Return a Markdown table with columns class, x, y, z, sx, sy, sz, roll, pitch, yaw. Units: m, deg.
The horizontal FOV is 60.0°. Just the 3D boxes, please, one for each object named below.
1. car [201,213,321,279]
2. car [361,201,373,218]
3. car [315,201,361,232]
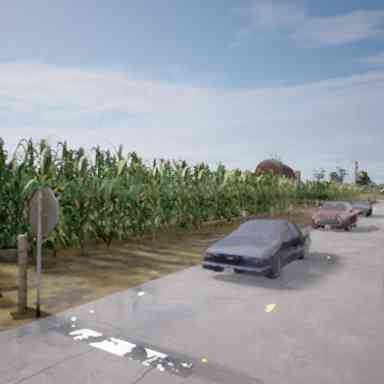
| class | x | y | z | sx | sy | sz | roll | pitch | yaw |
| --- | --- | --- | --- | --- | --- | --- | --- | --- | --- |
| car | 2.355 | 1.588 | 10.555 | 2.033 | 1.411 | 5.357 | 0 | 0 | 33 |
| car | 16.259 | 1.608 | 32.180 | 2.128 | 1.511 | 4.902 | 0 | 0 | 33 |
| car | 9.025 | 1.429 | 20.952 | 2.097 | 1.767 | 4.553 | 0 | 0 | 33 |
